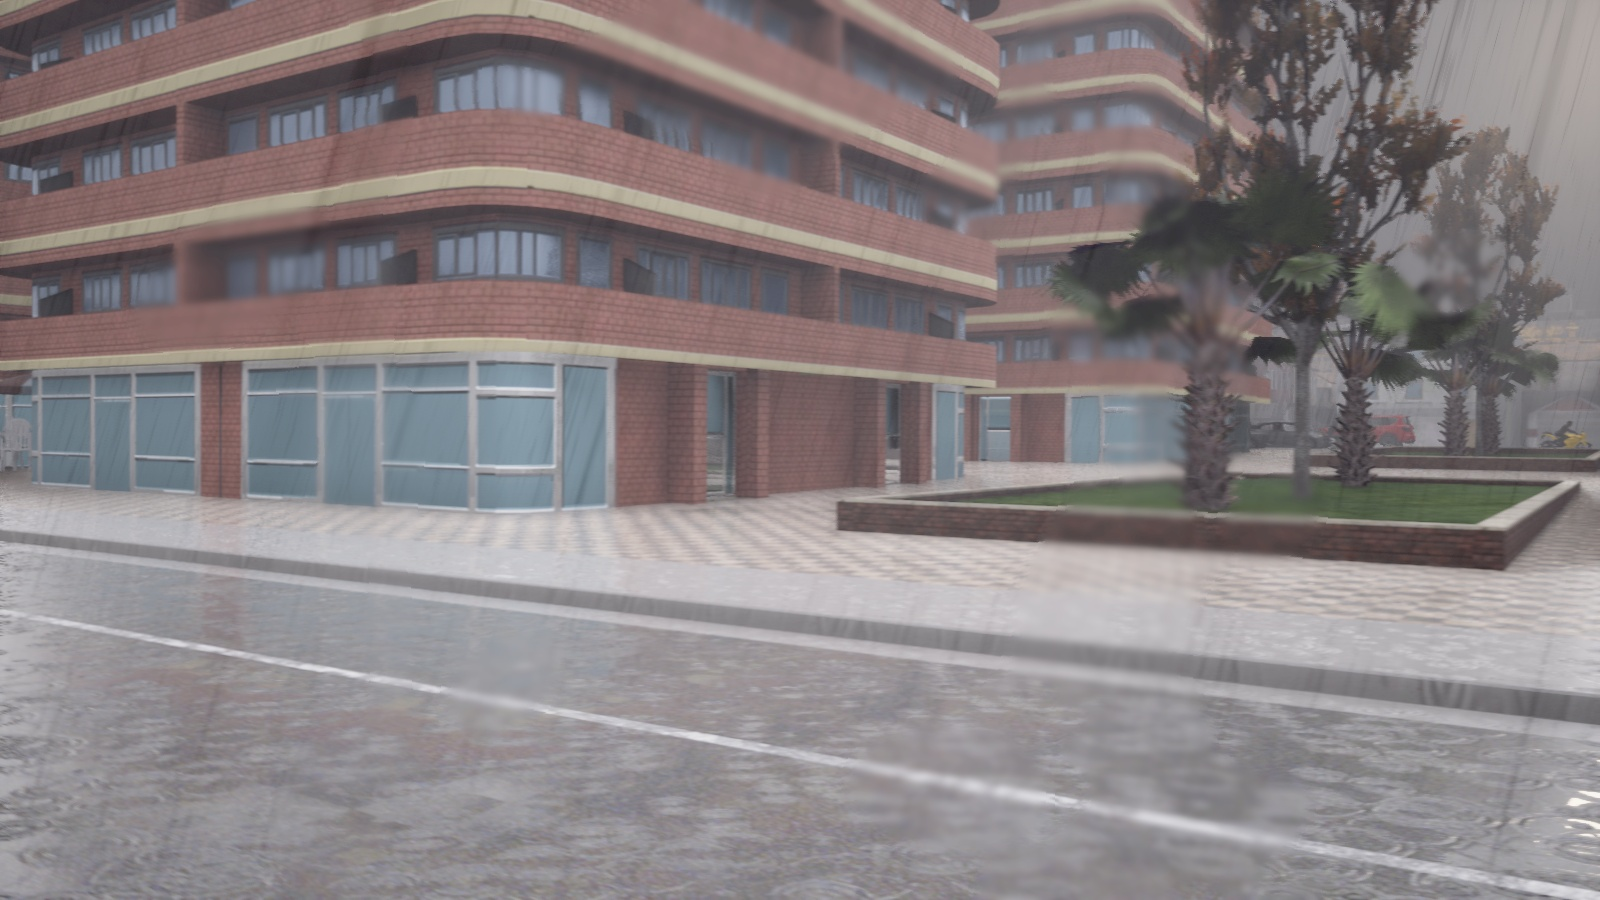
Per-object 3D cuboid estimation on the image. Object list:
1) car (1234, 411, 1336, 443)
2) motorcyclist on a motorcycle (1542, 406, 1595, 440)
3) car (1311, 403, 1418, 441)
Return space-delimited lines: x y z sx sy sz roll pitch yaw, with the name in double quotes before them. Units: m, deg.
"car" 24.824 -1.175 64.303 4.514 1.525 2.007 -1 0 34
"motorcyclist on a motorcycle" 35.115 -1.216 57.412 2.044 1.523 0.797 0 1 34
"car" 33.753 -1.652 75.166 5.566 2.045 2.150 -1 0 34
